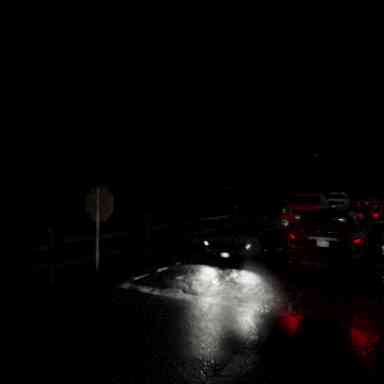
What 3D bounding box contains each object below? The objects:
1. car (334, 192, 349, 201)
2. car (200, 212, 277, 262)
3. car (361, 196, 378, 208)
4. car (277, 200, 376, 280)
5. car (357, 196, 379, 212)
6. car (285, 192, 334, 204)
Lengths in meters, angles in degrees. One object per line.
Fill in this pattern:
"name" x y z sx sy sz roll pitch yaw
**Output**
"car" 15.507 1.059 35.593 2.150 2.045 5.566 0 1 30
"car" 2.263 1.484 12.255 2.033 1.411 5.357 0 0 29
"car" 24.184 1.285 45.186 1.882 1.535 5.008 0 0 30
"car" 4.321 1.304 10.180 2.097 1.767 4.553 0 0 30
"car" 19.264 1.197 36.422 2.097 1.767 4.553 0 0 30
"car" 7.447 1.123 21.462 2.150 2.045 5.566 0 0 30
